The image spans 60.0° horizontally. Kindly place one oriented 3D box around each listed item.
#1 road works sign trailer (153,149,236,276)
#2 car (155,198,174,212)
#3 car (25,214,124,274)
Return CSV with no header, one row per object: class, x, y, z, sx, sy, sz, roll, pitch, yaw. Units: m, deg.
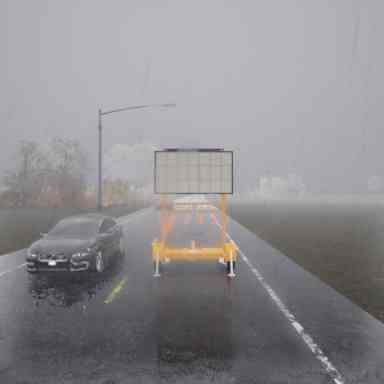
road works sign trailer,0.057,0.469,10.302,2.380,3.560,2.880,0,0,-1
car,-3.228,1.500,39.388,1.882,1.535,5.008,0,0,1
car,-3.453,1.509,10.671,1.837,1.490,4.892,0,0,0
